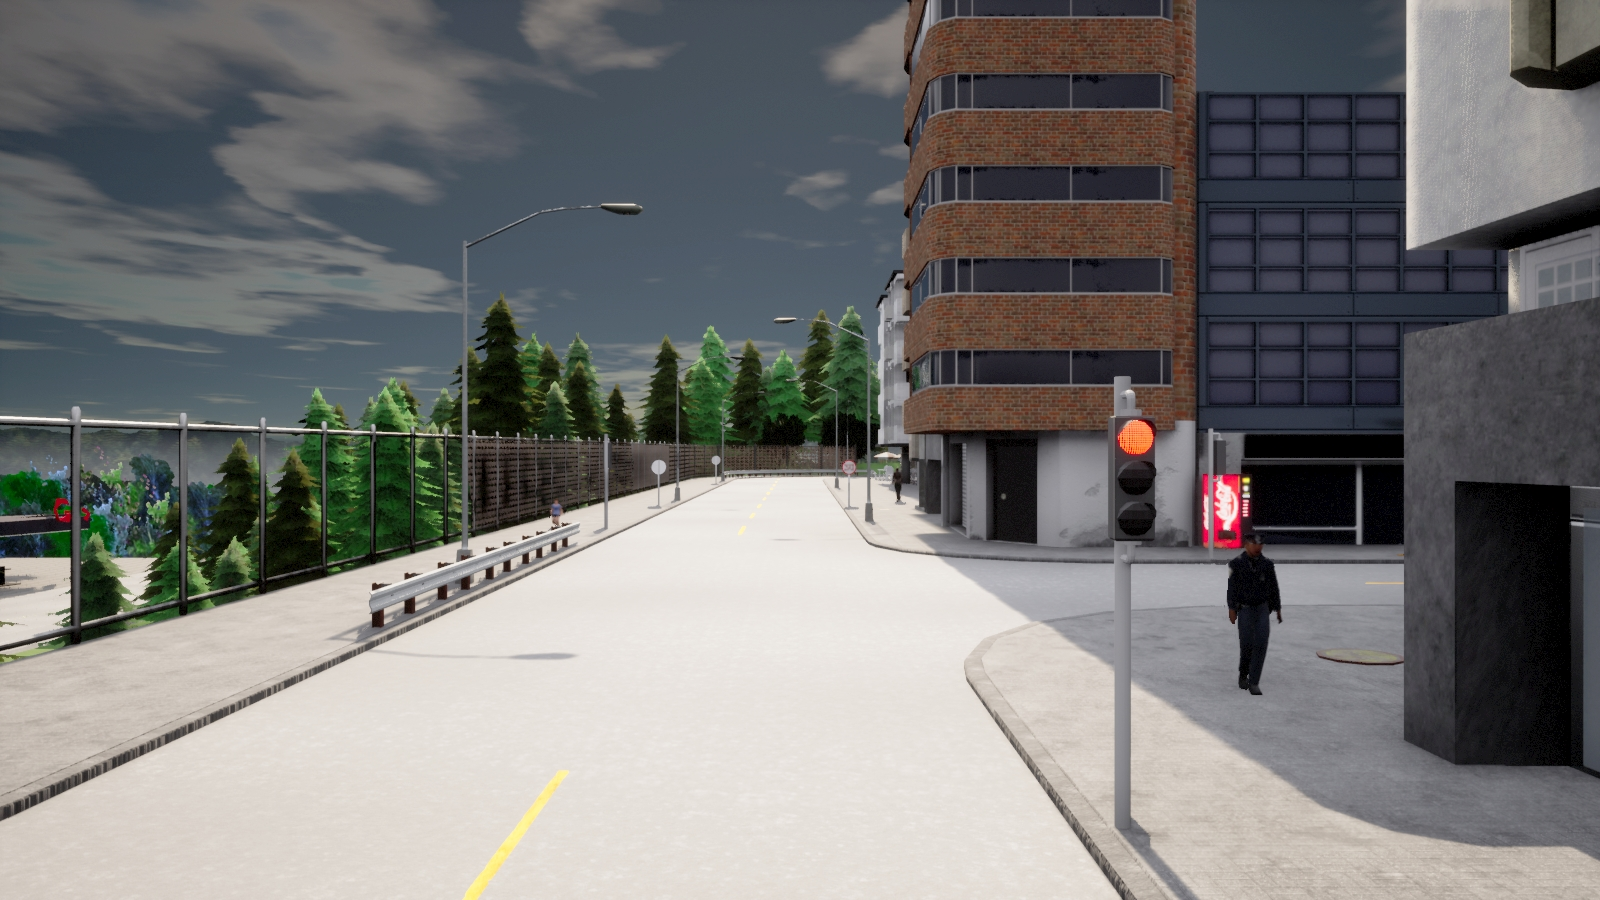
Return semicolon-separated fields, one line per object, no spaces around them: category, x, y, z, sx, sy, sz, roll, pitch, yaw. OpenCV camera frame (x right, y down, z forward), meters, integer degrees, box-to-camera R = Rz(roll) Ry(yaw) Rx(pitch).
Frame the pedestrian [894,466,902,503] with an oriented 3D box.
pedestrian;4.959;1.721;57.877;0.375;1.860;0.375;0;0;3

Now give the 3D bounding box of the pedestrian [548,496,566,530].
pedestrian;-8.180;2.110;38.396;0.500;1.100;0.500;0;0;0

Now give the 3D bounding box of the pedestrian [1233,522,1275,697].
pedestrian;4.994;1.741;12.576;0.375;1.860;0.375;0;0;12
